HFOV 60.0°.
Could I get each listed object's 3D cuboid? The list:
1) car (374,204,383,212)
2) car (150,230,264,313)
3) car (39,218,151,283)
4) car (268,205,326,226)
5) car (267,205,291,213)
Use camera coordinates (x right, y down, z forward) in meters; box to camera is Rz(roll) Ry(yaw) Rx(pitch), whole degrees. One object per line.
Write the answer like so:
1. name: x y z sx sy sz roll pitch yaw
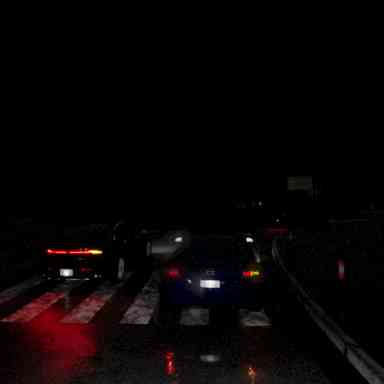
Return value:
1. car: 29.297 2.384 50.021 1.895 1.301 4.718 -2 -4 4
2. car: 0.503 1.562 7.784 1.994 1.385 4.181 0 0 5
3. car: -2.512 1.532 9.742 1.837 1.490 4.892 -1 0 6
4. car: 9.018 2.029 27.856 4.902 1.511 2.128 -1 -4 -28
5. car: 19.079 3.759 73.234 4.553 1.767 2.097 -4 -6 41
